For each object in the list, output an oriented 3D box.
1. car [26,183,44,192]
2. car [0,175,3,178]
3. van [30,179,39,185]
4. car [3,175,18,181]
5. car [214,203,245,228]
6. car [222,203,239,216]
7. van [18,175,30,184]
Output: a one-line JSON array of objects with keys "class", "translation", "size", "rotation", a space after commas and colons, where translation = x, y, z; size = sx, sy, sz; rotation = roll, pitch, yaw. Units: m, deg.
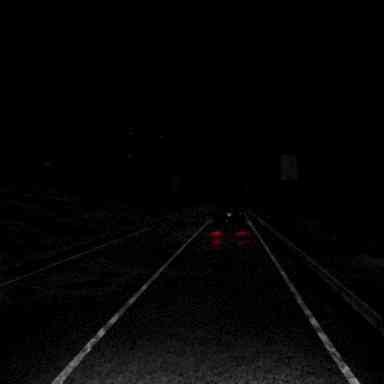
[{"class": "car", "translation": [-31.621, -0.840, 66.998], "size": [2.163, 1.488, 4.792], "rotation": [1, -4, -11]}, {"class": "car", "translation": [-28.092, -2.162, 45.114], "size": [2.002, 1.452, 4.674], "rotation": [1, -3, -7]}, {"class": "van", "translation": [-30.591, -1.448, 61.663], "size": [1.878, 1.987, 4.442], "rotation": [1, -4, -10]}, {"class": "car", "translation": [-28.819, -1.859, 50.600], "size": [2.002, 1.452, 4.674], "rotation": [1, -3, -8]}, {"class": "car", "translation": [2.749, 1.621, 24.441], "size": [2.097, 1.767, 4.553], "rotation": [0, -1, 7]}, {"class": "car", "translation": [4.754, 2.136, 40.896], "size": [1.994, 1.385, 4.181], "rotation": [0, -1, 7]}, {"class": "van", "translation": [-29.645, -1.793, 56.217], "size": [1.878, 1.987, 4.442], "rotation": [1, -3, -8]}]
